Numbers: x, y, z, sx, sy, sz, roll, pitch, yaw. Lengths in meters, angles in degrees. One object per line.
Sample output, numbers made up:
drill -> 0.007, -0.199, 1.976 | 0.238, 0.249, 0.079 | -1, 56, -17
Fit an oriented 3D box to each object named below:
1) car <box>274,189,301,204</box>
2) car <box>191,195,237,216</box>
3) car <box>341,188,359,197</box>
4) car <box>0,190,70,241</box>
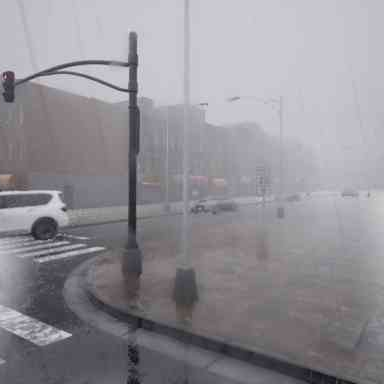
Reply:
car -> 10.971, 0.464, 37.901 | 2.128, 1.511, 4.902 | 0, 2, 36
car -> 1.702, 0.931, 24.928 | 1.994, 1.385, 4.181 | 0, 2, 35
car -> 24.996, 0.090, 52.515 | 2.033, 1.411, 5.357 | 0, 2, 35
car -> -7.726, 0.997, 13.052 | 5.566, 2.045, 2.150 | -3, 2, -43
